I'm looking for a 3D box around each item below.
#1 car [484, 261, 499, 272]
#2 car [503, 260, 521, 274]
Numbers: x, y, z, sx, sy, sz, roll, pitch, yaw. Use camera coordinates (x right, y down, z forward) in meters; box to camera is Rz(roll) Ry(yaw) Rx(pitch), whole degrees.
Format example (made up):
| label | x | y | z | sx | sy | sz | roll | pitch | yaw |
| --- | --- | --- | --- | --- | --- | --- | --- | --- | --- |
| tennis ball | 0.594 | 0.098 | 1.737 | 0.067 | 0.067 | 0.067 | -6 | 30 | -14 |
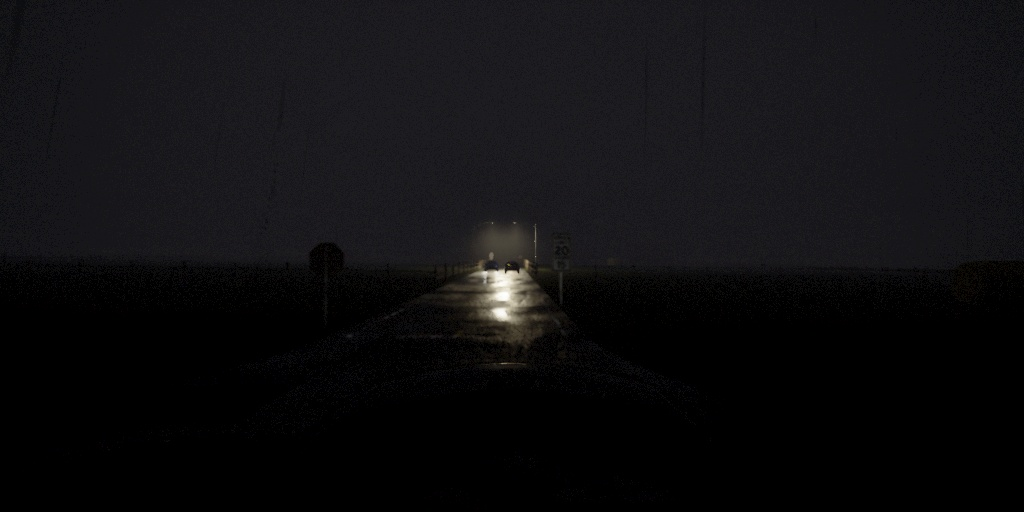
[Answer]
| label | x | y | z | sx | sy | sz | roll | pitch | yaw |
| --- | --- | --- | --- | --- | --- | --- | --- | --- | --- |
| car | -2.745 | 1.386 | 49.248 | 1.812 | 1.442 | 4.674 | 0 | 0 | 0 |
| car | 0.007 | 1.352 | 43.796 | 1.837 | 1.490 | 4.892 | 0 | 0 | 0 |
